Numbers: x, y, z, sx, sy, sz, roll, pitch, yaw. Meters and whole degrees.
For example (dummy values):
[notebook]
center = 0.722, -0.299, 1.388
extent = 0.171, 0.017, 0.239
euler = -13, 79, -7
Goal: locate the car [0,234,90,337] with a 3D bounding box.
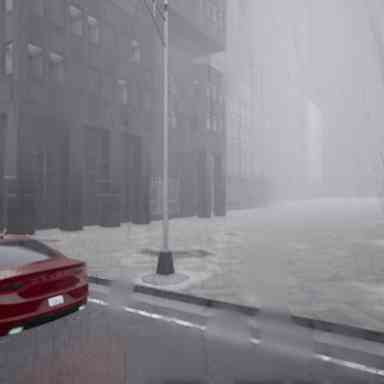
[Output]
[car]
center = -4.191, 1.582, 6.569
extent = 5.008, 1.535, 1.882
euler = -1, -1, 33
